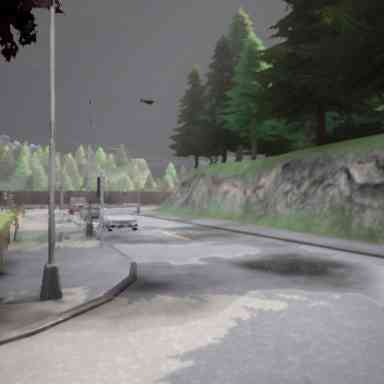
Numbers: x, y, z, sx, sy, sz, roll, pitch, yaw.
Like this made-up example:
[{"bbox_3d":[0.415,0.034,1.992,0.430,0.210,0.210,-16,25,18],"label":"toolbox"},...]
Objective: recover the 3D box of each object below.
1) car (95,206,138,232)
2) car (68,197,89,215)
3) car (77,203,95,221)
[{"bbox_3d":[-5.046,1.789,22.425,1.812,1.442,4.674,0,-1,-25],"label":"car"},{"bbox_3d":[-14.295,1.724,41.991,2.150,2.045,5.566,0,0,-25],"label":"car"},{"bbox_3d":[-9.268,1.976,31.300,1.895,1.301,4.718,0,-1,-25],"label":"car"}]
